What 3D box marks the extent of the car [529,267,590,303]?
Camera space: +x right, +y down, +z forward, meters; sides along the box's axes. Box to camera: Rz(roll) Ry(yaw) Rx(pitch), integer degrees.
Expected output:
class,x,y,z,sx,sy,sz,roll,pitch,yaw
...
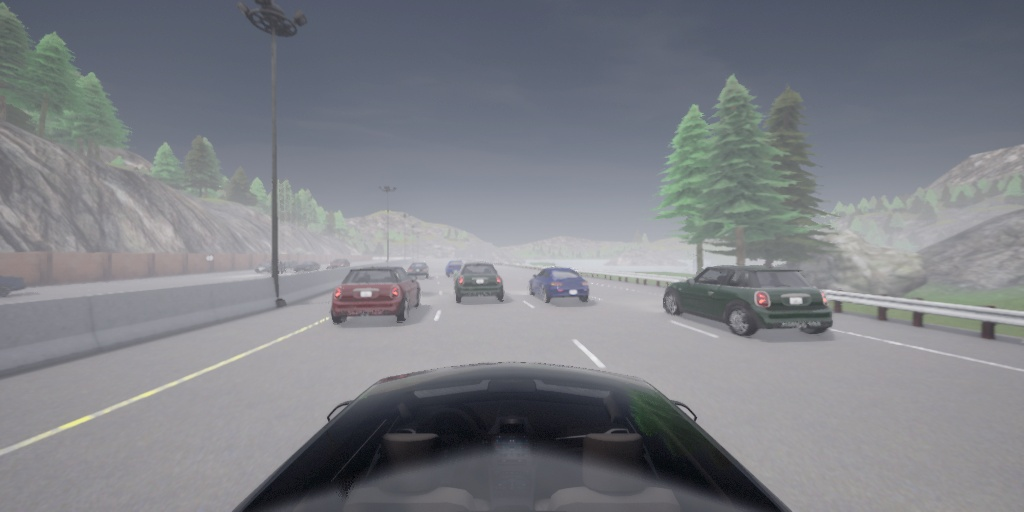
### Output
class,x,y,z,sx,sy,sz,roll,pitch,yaw
car,2.020,1.233,16.245,1.812,1.442,4.674,0,0,-9

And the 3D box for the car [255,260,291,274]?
class,x,y,z,sx,sy,sz,roll,pitch,yaw
car,-28.910,1.319,42.980,2.128,1.511,4.902,0,0,-12

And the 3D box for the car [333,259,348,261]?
class,x,y,z,sx,sy,sz,roll,pitch,yaw
car,-22.682,1.135,47.218,2.097,1.767,4.553,0,0,-12

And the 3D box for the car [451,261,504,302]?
class,x,y,z,sx,sy,sz,roll,pitch,yaw
car,-1.692,1.079,17.130,2.097,1.767,4.553,0,0,-10

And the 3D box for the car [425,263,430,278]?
class,x,y,z,sx,sy,sz,roll,pitch,yaw
car,-8.616,1.280,33.209,2.033,1.411,5.357,0,0,-13

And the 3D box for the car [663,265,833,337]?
class,x,y,z,sx,sy,sz,roll,pitch,yaw
car,6.328,1.048,10.358,2.097,1.767,4.553,0,0,-6

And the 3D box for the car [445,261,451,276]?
class,x,y,z,sx,sy,sz,roll,pitch,yaw
car,-5.644,1.187,35.932,1.882,1.535,5.008,0,0,-12

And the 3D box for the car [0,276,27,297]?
class,x,y,z,sx,sy,sz,roll,pitch,yaw
car,-26.703,1.417,16.894,2.033,1.411,5.357,0,0,-12

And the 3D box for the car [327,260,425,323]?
class,x,y,z,sx,sy,sz,roll,pitch,yaw
car,-4.446,1.105,12.361,2.097,1.767,4.553,0,0,-7

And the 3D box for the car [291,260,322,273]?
class,x,y,z,sx,sy,sz,roll,pitch,yaw
car,-25.926,1.352,45.683,2.033,1.411,5.357,0,0,-12
